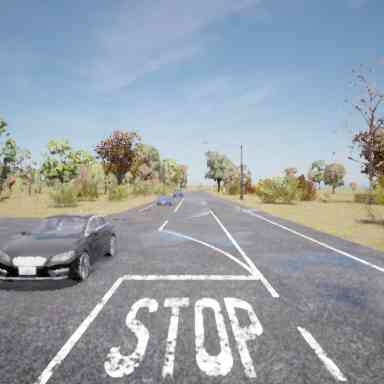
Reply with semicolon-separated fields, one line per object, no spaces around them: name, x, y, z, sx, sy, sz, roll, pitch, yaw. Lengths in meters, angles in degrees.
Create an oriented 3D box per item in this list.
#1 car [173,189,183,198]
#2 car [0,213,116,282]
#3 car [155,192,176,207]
car;-3.376;0.271;79.626;2.150;2.045;5.566;0;1;2
car;-3.502;1.385;9.542;2.128;1.511;4.902;0;1;0
car;-3.429;1.045;41.890;1.812;1.442;4.674;0;1;0
